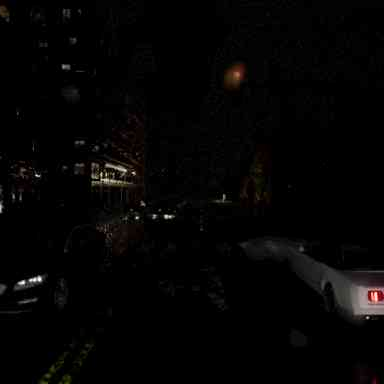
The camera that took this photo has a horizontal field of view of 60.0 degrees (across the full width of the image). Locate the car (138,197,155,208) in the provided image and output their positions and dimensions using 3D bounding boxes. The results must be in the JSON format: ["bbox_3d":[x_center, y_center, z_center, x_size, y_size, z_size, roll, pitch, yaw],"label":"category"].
[{"bbox_3d":[-6.617,1.488,48.661,1.882,1.535,5.008,0,0,0],"label":"car"}]

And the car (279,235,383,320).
[{"bbox_3d":[3.345,1.600,7.266,1.895,1.301,4.718,0,0,0],"label":"car"}]

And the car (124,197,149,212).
[{"bbox_3d":[-6.620,1.553,38.861,2.033,1.411,5.357,0,0,0],"label":"car"}]

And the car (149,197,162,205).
[{"bbox_3d":[-6.595,1.583,60.815,1.994,1.385,4.181,0,0,0],"label":"car"}]

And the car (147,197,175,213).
[{"bbox_3d":[-3.365,1.551,37.251,2.033,1.411,5.357,0,0,0],"label":"car"}]

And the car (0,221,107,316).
[{"bbox_3d":[-3.354,1.491,7.739,2.128,1.511,4.902,0,0,0],"label":"car"}]

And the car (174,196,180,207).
[{"bbox_3d":[-3.365,1.489,51.648,1.882,1.535,5.008,0,0,0],"label":"car"}]
